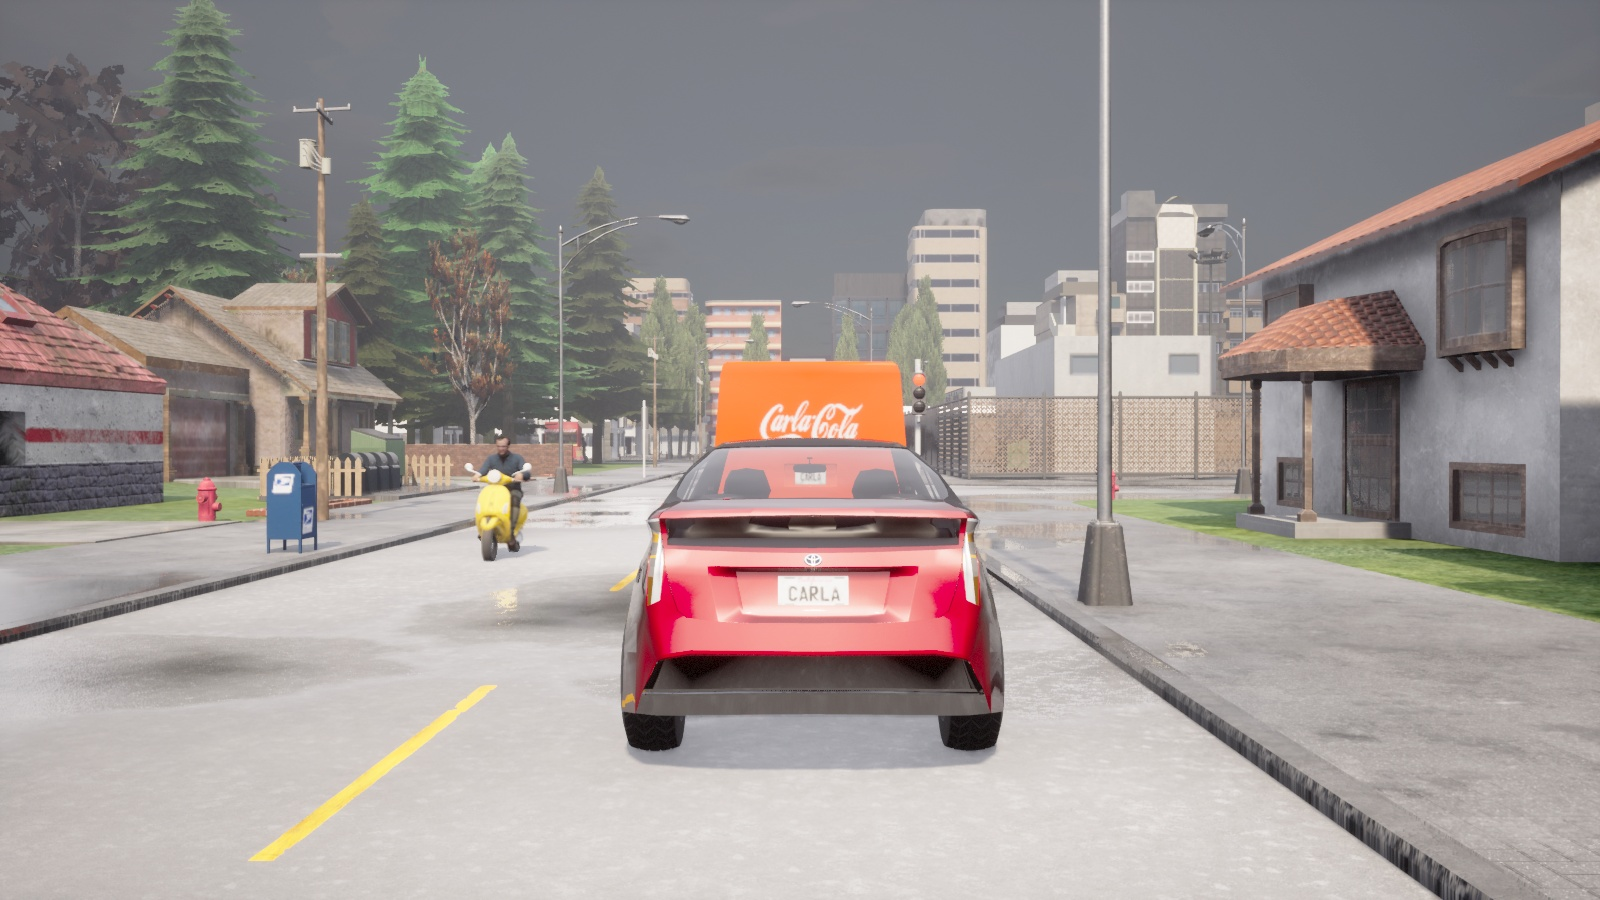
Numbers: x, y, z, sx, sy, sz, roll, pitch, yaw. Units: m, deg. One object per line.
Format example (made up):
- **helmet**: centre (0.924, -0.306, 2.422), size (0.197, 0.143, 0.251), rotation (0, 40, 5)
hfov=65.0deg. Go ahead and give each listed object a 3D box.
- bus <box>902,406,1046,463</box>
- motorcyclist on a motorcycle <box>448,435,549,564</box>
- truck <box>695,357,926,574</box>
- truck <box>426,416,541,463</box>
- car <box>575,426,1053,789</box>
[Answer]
- **bus**: centre (12.958, -1.152, 94.425), size (10.273, 4.253, 3.944), rotation (0, 0, 0)
- **motorcyclist on a motorcycle**: centre (-3.893, 0.604, 16.363), size (0.866, 1.590, 1.817), rotation (0, 0, 0)
- **truck**: centre (0.118, 0.164, 16.898), size (2.627, 2.467, 5.204), rotation (0, 0, 0)
- **truck**: centre (-23.756, -0.788, 94.488), size (7.936, 3.462, 2.891), rotation (0, 0, 2)
- **car**: centre (0.061, 0.651, 7.533), size (2.007, 1.525, 4.514), rotation (0, 0, 0)
